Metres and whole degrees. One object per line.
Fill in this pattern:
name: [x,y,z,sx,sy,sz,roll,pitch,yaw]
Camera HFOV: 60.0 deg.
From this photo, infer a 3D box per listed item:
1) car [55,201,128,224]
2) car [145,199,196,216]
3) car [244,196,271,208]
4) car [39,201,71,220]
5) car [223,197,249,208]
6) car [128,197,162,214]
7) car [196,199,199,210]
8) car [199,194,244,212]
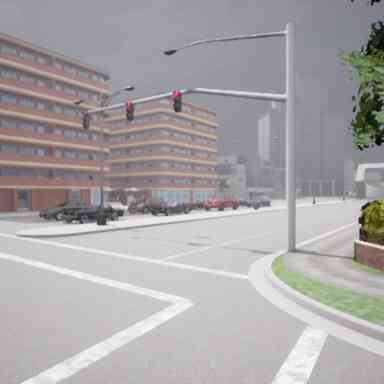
car: [-7.376,1.583,24.910,1.895,1.301,4.718,0,0,33]
car: [-1.963,1.582,32.306,1.895,1.301,4.718,0,0,36]
car: [9.668,1.335,48.214,2.097,1.767,4.553,0,0,36]
car: [-9.979,1.484,27.245,1.837,1.490,4.892,0,0,36]
car: [6.734,1.506,50.131,1.812,1.442,4.674,0,0,36]
car: [-4.574,1.332,34.656,2.097,1.767,4.553,0,0,35]
car: [0.681,1.581,41.872,1.895,1.301,4.718,0,0,36]
car: [3.614,1.204,39.950,2.150,2.045,5.566,0,0,36]
